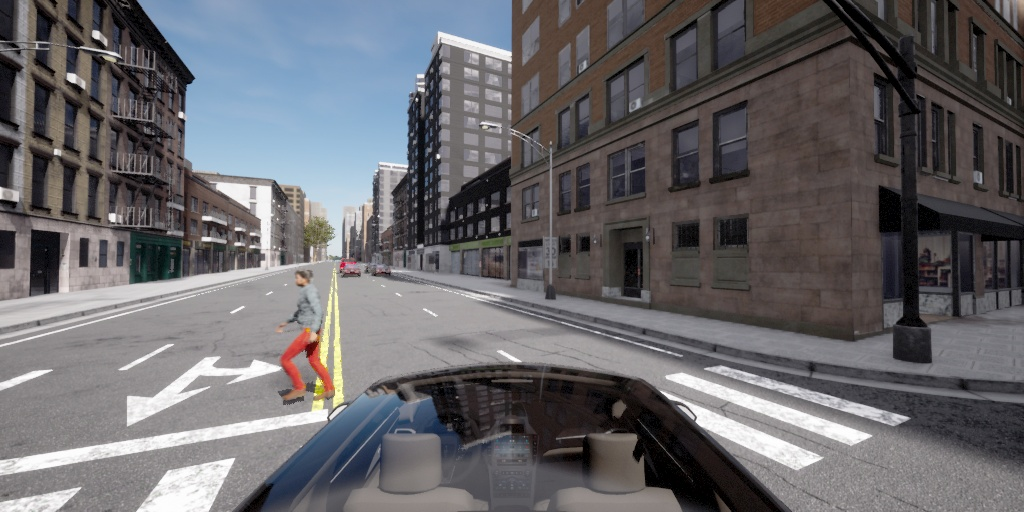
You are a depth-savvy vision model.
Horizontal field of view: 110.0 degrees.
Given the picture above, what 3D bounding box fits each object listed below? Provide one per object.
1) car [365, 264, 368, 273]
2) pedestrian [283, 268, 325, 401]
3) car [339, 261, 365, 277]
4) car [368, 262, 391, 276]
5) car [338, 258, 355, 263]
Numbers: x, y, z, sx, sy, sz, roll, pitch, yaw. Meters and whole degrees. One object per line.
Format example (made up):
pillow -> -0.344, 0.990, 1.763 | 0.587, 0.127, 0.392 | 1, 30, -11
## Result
car -> -20.109, 1.659, 51.774 | 2.128, 1.511, 4.902 | 1, -1, -26
pedestrian -> -2.802, 1.042, 4.862 | 0.375, 1.860, 0.375 | 1, -1, -26
car -> -18.129, 1.605, 40.455 | 2.033, 1.411, 5.357 | 1, -1, -26
car -> -15.416, 1.645, 42.283 | 2.033, 1.411, 5.357 | 1, -1, -26
car -> -22.711, 1.348, 49.692 | 2.150, 2.045, 5.566 | 1, -1, -26
